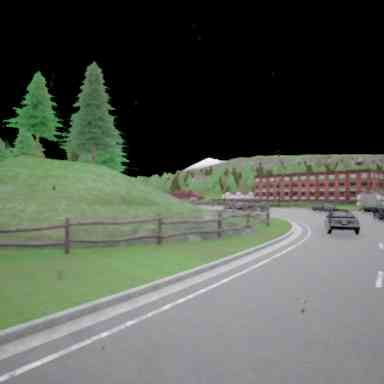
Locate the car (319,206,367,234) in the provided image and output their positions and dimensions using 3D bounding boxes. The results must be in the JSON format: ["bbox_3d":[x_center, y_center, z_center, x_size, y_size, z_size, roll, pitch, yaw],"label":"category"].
[{"bbox_3d":[9.880,1.910,22.206,2.033,1.411,5.357,0,-1,18],"label":"car"}]

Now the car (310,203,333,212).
[{"bbox_3d":[19.588,2.356,49.520,1.994,1.385,4.181,1,-1,-18],"label":"car"}]

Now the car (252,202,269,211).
[{"bbox_3d":[10.316,2.354,54.045,2.033,1.411,5.357,1,-1,-27],"label":"car"}]

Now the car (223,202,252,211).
[{"bbox_3d":[6.886,2.301,52.923,1.812,1.442,4.674,2,-1,-30],"label":"car"}]

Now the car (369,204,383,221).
[{"bbox_3d":[18.560,2.065,30.109,2.033,1.411,5.357,0,-1,3],"label":"car"}]

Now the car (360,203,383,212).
[{"bbox_3d":[24.549,2.237,44.306,2.128,1.511,4.902,1,-1,-11],"label":"car"}]
